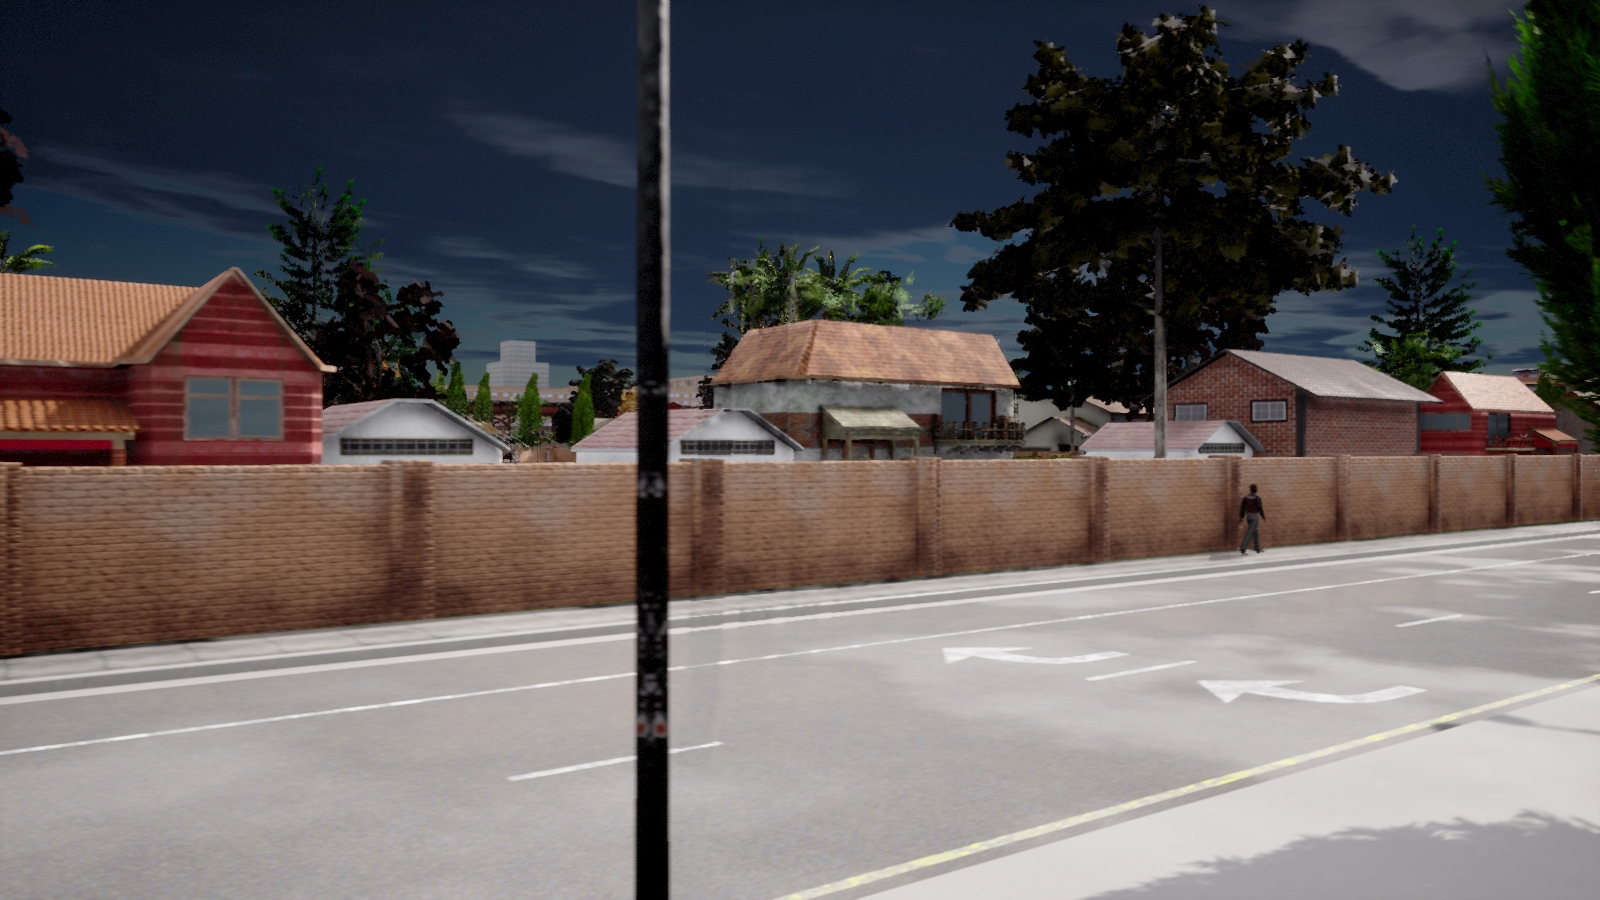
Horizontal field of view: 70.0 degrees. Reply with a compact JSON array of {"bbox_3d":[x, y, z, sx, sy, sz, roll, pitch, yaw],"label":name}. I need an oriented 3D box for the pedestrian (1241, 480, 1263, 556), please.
[{"bbox_3d":[11.295,1.698,28.546,0.375,1.860,0.375,0,0,-35],"label":"pedestrian"}]
